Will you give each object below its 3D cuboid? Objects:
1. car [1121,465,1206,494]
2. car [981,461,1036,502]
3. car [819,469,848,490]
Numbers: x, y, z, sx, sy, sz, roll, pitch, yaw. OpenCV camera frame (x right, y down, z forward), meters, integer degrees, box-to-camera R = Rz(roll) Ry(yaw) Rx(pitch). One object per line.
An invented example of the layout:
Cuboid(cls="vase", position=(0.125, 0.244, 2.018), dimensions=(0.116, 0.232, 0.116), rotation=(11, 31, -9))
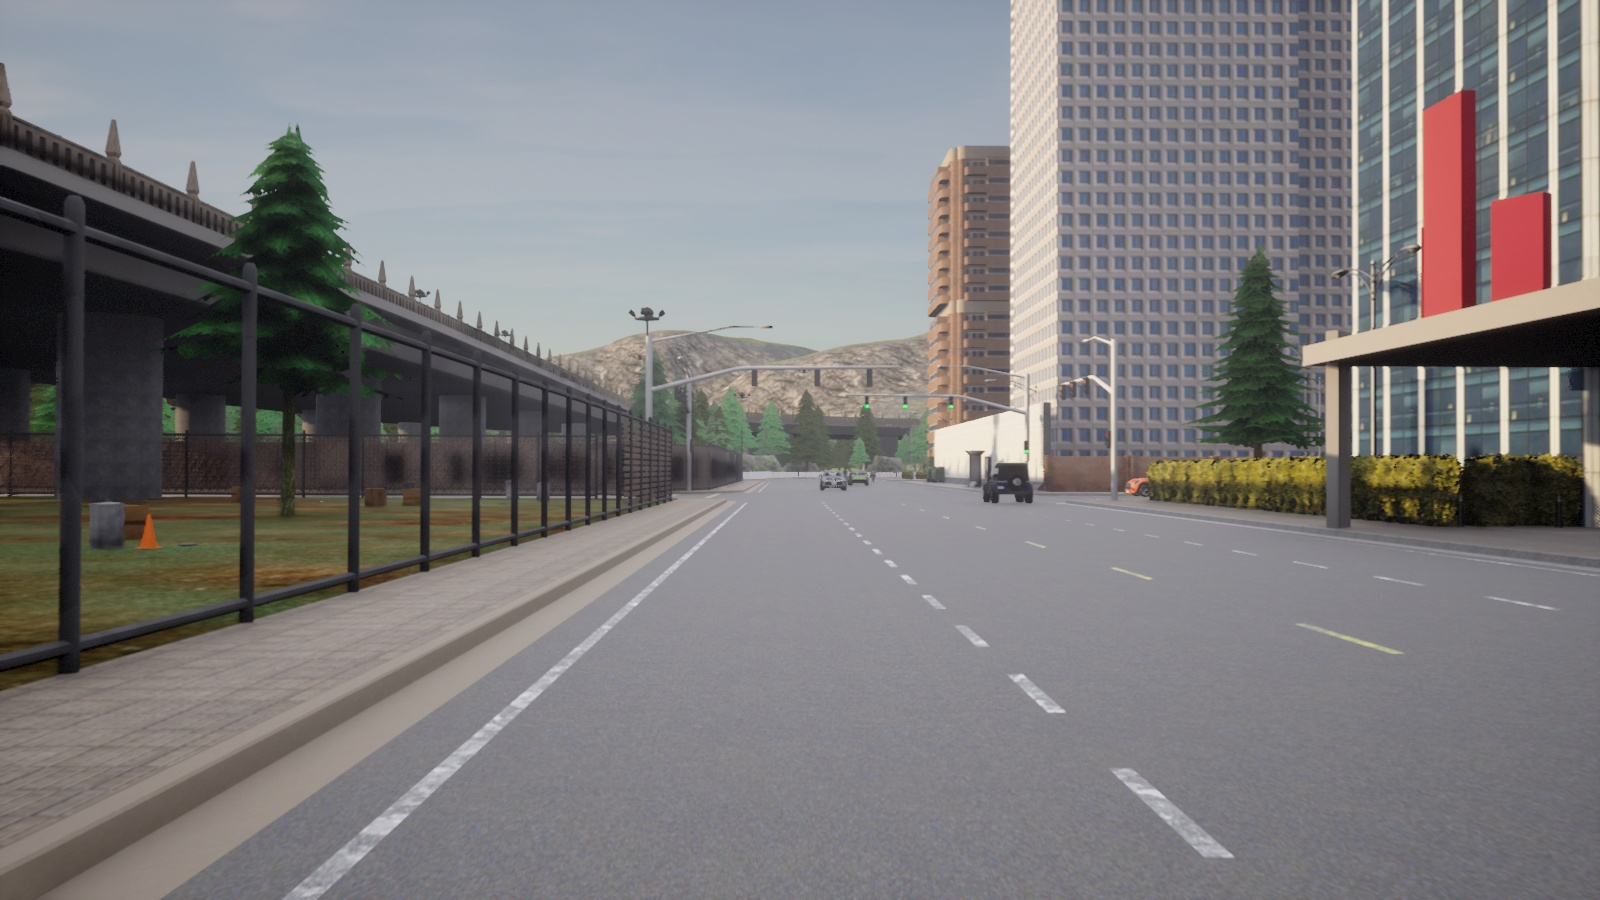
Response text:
Cuboid(cls="car", position=(22.131, 1.795, 76.504), dimensions=(4.553, 1.767, 2.097), rotation=(0, -1, -1))
Cuboid(cls="car", position=(9.792, 1.475, 59.252), dimensions=(1.905, 1.878, 3.866), rotation=(0, -1, -1))
Cuboid(cls="car", position=(2.398, 2.156, 91.672), dimensions=(1.970, 1.475, 3.806), rotation=(0, -1, 0))
